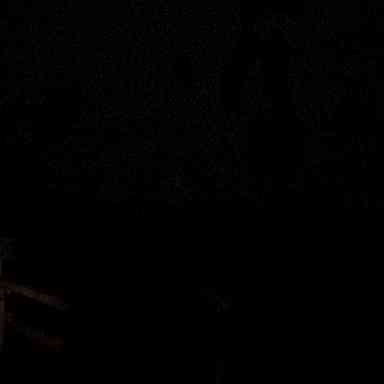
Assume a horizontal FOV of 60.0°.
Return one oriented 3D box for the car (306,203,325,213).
[{"bbox_3d":[18.877,2.414,50.561,1.882,1.535,5.008,-1,-1,35],"label":"car"}]
